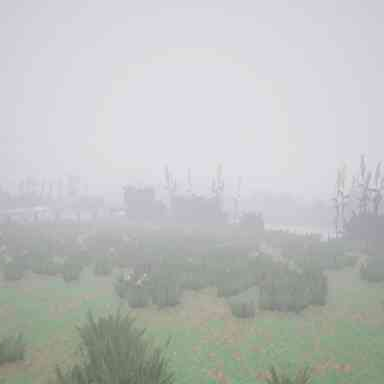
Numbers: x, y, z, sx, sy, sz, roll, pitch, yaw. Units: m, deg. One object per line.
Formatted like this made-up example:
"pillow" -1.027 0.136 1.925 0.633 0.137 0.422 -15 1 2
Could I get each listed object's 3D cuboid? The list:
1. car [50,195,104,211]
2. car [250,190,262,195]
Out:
"car" -10.355 1.107 30.306 1.837 1.490 4.892 0 3 41
"car" 10.346 0.765 47.434 2.150 2.045 5.566 0 -2 44
